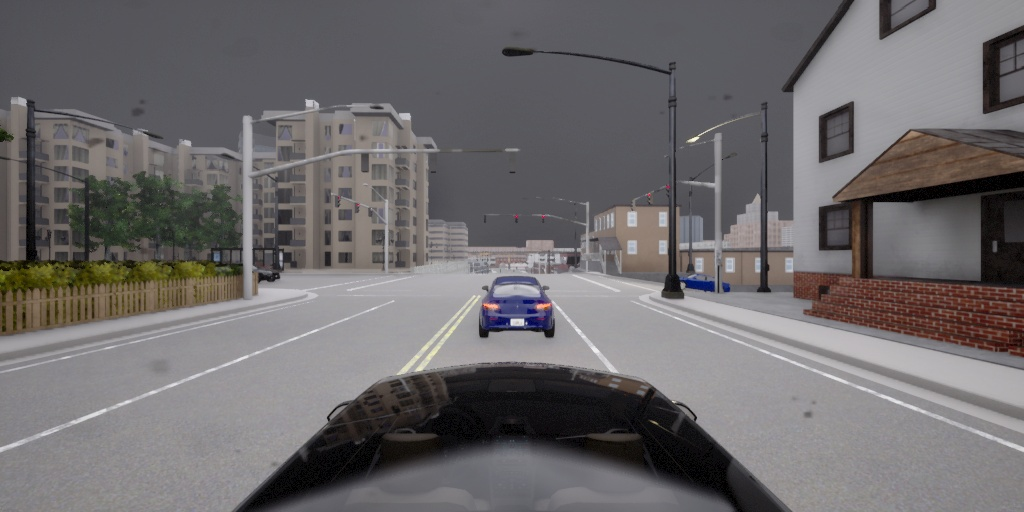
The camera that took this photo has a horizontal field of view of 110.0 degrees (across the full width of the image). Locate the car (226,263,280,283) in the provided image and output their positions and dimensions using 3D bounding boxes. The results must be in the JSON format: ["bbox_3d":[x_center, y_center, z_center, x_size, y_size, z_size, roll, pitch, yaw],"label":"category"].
[{"bbox_3d":[-19.886,1.254,26.595,4.892,1.490,1.837,0,0,1],"label":"car"}]

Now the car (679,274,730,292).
[{"bbox_3d":[15.377,2.209,29.782,5.008,1.535,1.882,9,0,1],"label":"car"}]

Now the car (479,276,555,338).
[{"bbox_3d":[0.110,1.276,10.098,1.812,1.442,4.674,0,0,0],"label":"car"}]
